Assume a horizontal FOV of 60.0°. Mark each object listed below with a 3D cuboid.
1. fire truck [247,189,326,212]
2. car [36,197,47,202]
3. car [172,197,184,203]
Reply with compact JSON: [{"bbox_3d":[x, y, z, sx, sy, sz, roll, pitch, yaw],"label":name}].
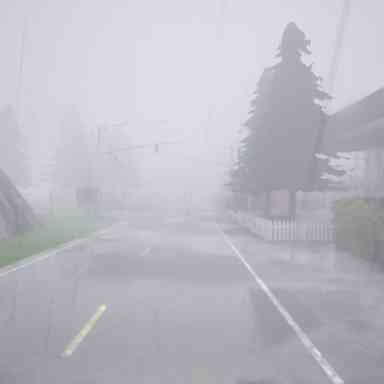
[{"bbox_3d":[10.708,0.344,38.156,8.468,3.827,2.891,0,0,-1],"label":"fire truck"},{"bbox_3d":[-33.838,1.885,75.940,1.882,1.535,5.008,0,0,0],"label":"car"},{"bbox_3d":[-3.293,1.935,78.458,2.128,1.511,4.902,0,0,14],"label":"car"}]
